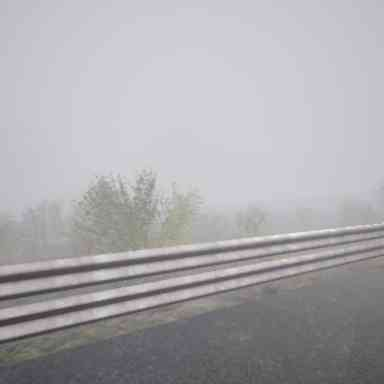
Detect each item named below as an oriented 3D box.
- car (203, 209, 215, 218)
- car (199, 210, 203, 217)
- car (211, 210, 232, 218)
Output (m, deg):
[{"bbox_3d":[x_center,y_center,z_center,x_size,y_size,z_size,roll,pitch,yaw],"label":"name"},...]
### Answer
[{"bbox_3d":[4.645,3.698,53.472,4.674,1.442,1.812,-4,2,-21],"label":"car"},{"bbox_3d":[3.357,3.624,56.727,4.892,1.490,1.837,-4,2,-21],"label":"car"},{"bbox_3d":[5.973,3.721,50.234,4.902,1.511,2.128,-4,2,-21],"label":"car"}]
